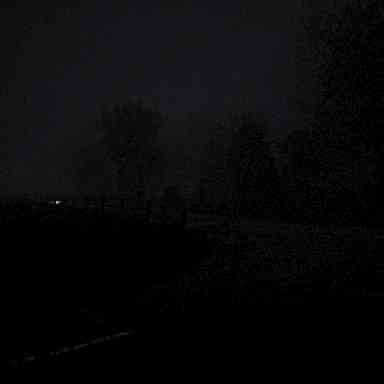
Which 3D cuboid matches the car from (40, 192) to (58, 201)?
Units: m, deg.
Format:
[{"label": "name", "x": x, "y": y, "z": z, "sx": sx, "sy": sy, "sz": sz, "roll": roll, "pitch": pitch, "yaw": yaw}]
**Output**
[{"label": "car", "x": -22.947, "y": 0.708, "z": 53.193, "sx": 2.033, "sy": 1.411, "sz": 5.357, "roll": -1, "pitch": 2, "yaw": -36}]
